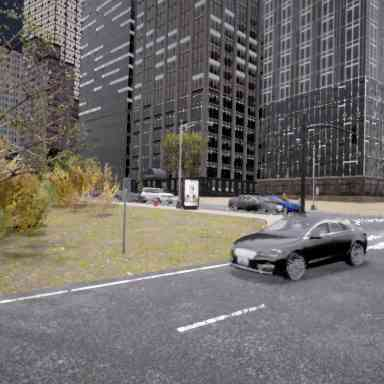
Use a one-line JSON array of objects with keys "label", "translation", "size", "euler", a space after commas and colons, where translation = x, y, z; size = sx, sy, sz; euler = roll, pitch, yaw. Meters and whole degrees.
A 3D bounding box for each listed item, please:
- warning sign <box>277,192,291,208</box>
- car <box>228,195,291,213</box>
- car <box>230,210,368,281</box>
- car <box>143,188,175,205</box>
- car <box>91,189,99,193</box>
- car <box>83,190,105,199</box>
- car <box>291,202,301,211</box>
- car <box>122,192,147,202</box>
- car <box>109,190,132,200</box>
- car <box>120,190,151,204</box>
[{"label": "warning sign", "translation": [10.961, 0.989, 39.546], "size": [1.300, 1.860, 1.060], "euler": [2, -1, -40]}, {"label": "car", "translation": [5.031, 1.017, 26.711], "size": [2.128, 1.511, 4.902], "euler": [3, 0, -39]}, {"label": "car", "translation": [3.307, 1.499, 9.906], "size": [4.902, 1.511, 2.128], "euler": [0, 0, -35]}, {"label": "car", "translation": [-4.496, 0.523, 43.210], "size": [2.150, 2.045, 5.566], "euler": [3, -1, -41]}, {"label": "car", "translation": [-15.053, 0.189, 55.331], "size": [1.812, 1.442, 4.674], "euler": [3, -1, -42]}, {"label": "car", "translation": [-19.156, 0.444, 64.669], "size": [2.128, 1.511, 4.902], "euler": [3, -1, -43]}, {"label": "car", "translation": [7.280, 1.114, 29.093], "size": [1.882, 1.535, 5.008], "euler": [3, 0, -39]}, {"label": "car", "translation": [-9.340, 0.783, 53.925], "size": [1.994, 1.385, 4.181], "euler": [3, -1, -42]}, {"label": "car", "translation": [-13.627, 0.505, 63.391], "size": [2.097, 1.767, 4.553], "euler": [3, -1, -43]}, {"label": "car", "translation": [-7.468, 0.734, 41.663], "size": [1.994, 1.385, 4.181], "euler": [3, -1, -41]}]
